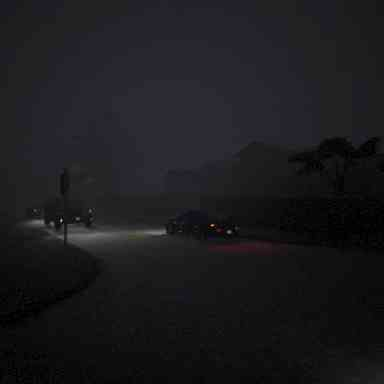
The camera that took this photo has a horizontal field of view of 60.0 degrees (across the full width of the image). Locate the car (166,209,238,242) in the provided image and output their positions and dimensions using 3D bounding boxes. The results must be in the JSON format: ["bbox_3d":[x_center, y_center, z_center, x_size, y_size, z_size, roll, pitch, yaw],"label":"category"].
[{"bbox_3d":[0.402,1.618,17.057,1.812,1.442,4.674,1,0,-34],"label":"car"}]

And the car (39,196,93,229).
[{"bbox_3d":[-8.562,1.304,22.713,2.150,2.045,5.566,0,0,-34],"label":"car"}]

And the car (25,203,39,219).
[{"bbox_3d":[-14.205,1.701,31.011,1.895,1.301,4.718,0,0,-34],"label":"car"}]
